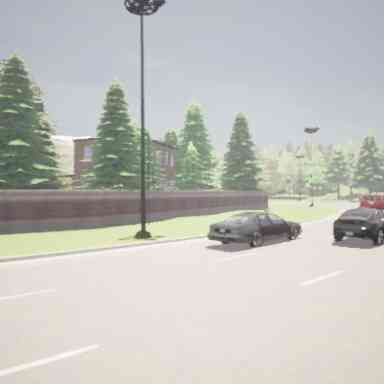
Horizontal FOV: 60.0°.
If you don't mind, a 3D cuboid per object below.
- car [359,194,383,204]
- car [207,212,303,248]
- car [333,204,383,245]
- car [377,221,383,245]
[{"bbox_3d":[18.710,1.268,34.646,2.150,2.045,5.566,0,0,29],"label":"car"},{"bbox_3d":[3.032,1.617,15.263,5.357,1.411,2.033,0,0,-44],"label":"car"},{"bbox_3d":[8.300,1.528,15.704,1.837,1.490,4.892,0,-1,44],"label":"car"},{"bbox_3d":[7.606,1.544,9.954,5.357,1.411,2.033,0,0,-44],"label":"car"}]
